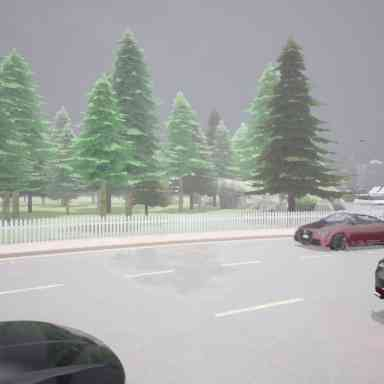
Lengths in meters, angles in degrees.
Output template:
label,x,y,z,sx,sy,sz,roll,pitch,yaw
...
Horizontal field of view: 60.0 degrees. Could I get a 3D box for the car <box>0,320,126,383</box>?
label,x,y,z,sx,sy,sz,roll,pitch,yaw
car,-2.740,1.478,1.608,5.008,1.535,1.882,0,0,-37

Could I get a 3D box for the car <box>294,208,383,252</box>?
label,x,y,z,sx,sy,sz,roll,pitch,yaw
car,6.359,1.564,13.717,4.181,1.385,1.994,0,0,-19

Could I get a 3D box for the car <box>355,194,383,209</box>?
label,x,y,z,sx,sy,sz,roll,pitch,yaw
car,19.751,1.280,35.907,2.150,2.045,5.566,0,0,-3

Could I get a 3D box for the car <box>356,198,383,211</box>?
label,x,y,z,sx,sy,sz,roll,pitch,yaw
car,22.894,1.533,41.759,1.882,1.535,5.008,0,0,-4

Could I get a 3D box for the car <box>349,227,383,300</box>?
label,x,y,z,sx,sy,sz,roll,pitch,yaw
car,5.605,1.492,6.112,4.902,1.511,2.128,0,0,-24
